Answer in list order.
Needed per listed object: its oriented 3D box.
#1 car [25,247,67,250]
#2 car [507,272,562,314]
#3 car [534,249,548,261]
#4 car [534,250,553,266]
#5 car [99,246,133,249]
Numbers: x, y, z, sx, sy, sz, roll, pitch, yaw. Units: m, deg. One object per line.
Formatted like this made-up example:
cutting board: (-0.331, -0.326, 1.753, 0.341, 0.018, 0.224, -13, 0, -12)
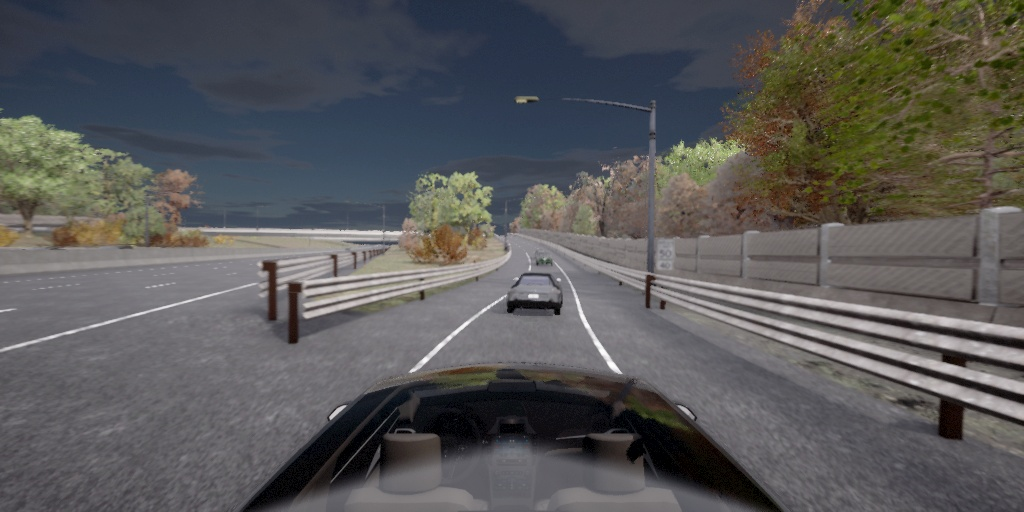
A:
car: (-40.681, -0.011, 31.048, 1.837, 1.490, 4.892, 0, 1, -18)
car: (0.978, 1.340, 14.156, 1.994, 1.385, 4.181, 1, 0, 7)
car: (4.445, -0.262, 56.400, 1.837, 1.490, 4.892, 1, 5, 0)
car: (4.091, 0.278, 46.068, 2.097, 1.767, 4.553, 1, 3, 2)
car: (-37.976, -0.198, 34.040, 2.097, 1.767, 4.553, 0, 1, -18)
